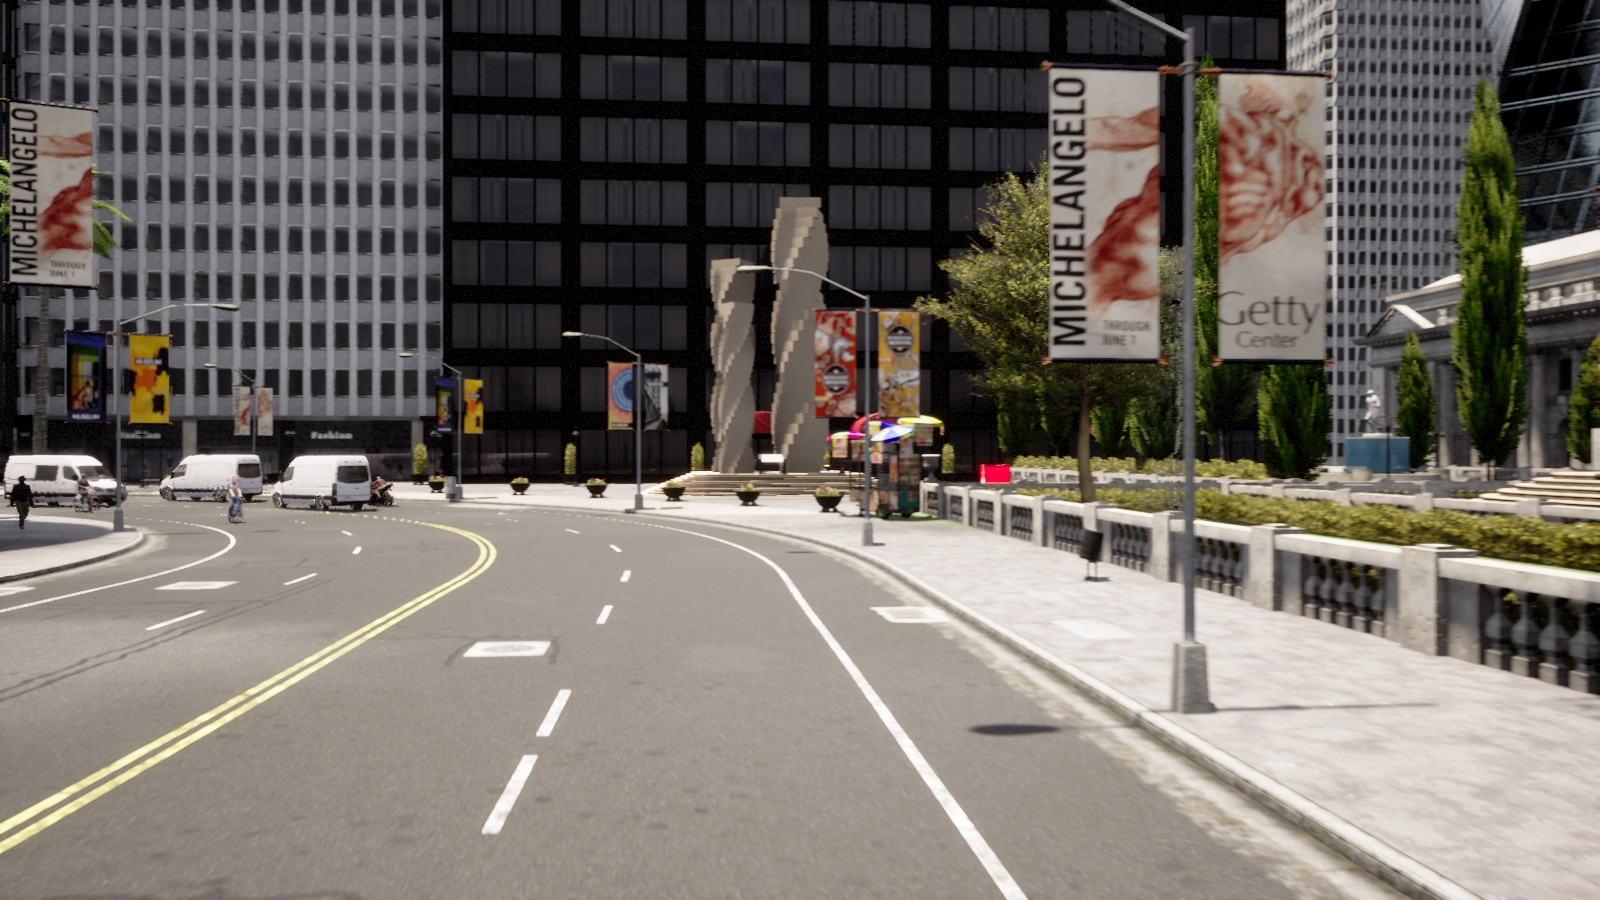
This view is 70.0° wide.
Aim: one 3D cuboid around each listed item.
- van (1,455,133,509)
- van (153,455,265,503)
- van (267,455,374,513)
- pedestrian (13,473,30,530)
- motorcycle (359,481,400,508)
[{"bbox_3d":[-36.449,1.556,56.837,5.915,2.561,1.988,0,0,14],"label":"van"},{"bbox_3d":[-32.505,1.554,62.857,5.915,2.561,1.988,0,0,20],"label":"van"},{"bbox_3d":[-22.705,1.548,53.965,5.915,2.561,1.988,0,0,37],"label":"van"},{"bbox_3d":[-25.813,1.712,37.887,0.375,1.860,0.375,0,0,42],"label":"pedestrian"},{"bbox_3d":[-20.974,2.218,56.969,2.209,1.251,0.867,0,0,37],"label":"motorcycle"}]
